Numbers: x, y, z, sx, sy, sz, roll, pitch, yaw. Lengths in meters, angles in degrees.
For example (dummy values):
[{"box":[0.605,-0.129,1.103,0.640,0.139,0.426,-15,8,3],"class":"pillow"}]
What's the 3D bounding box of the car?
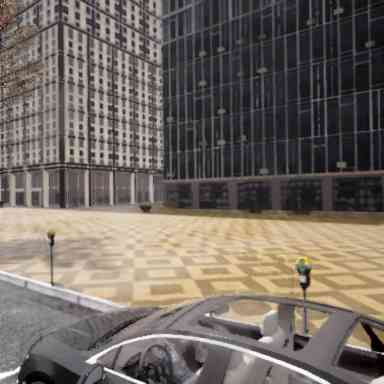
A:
[{"box":[0.321,1.552,2.660,4.403,1.369,2.008,0,-1,36],"class":"car"}]
